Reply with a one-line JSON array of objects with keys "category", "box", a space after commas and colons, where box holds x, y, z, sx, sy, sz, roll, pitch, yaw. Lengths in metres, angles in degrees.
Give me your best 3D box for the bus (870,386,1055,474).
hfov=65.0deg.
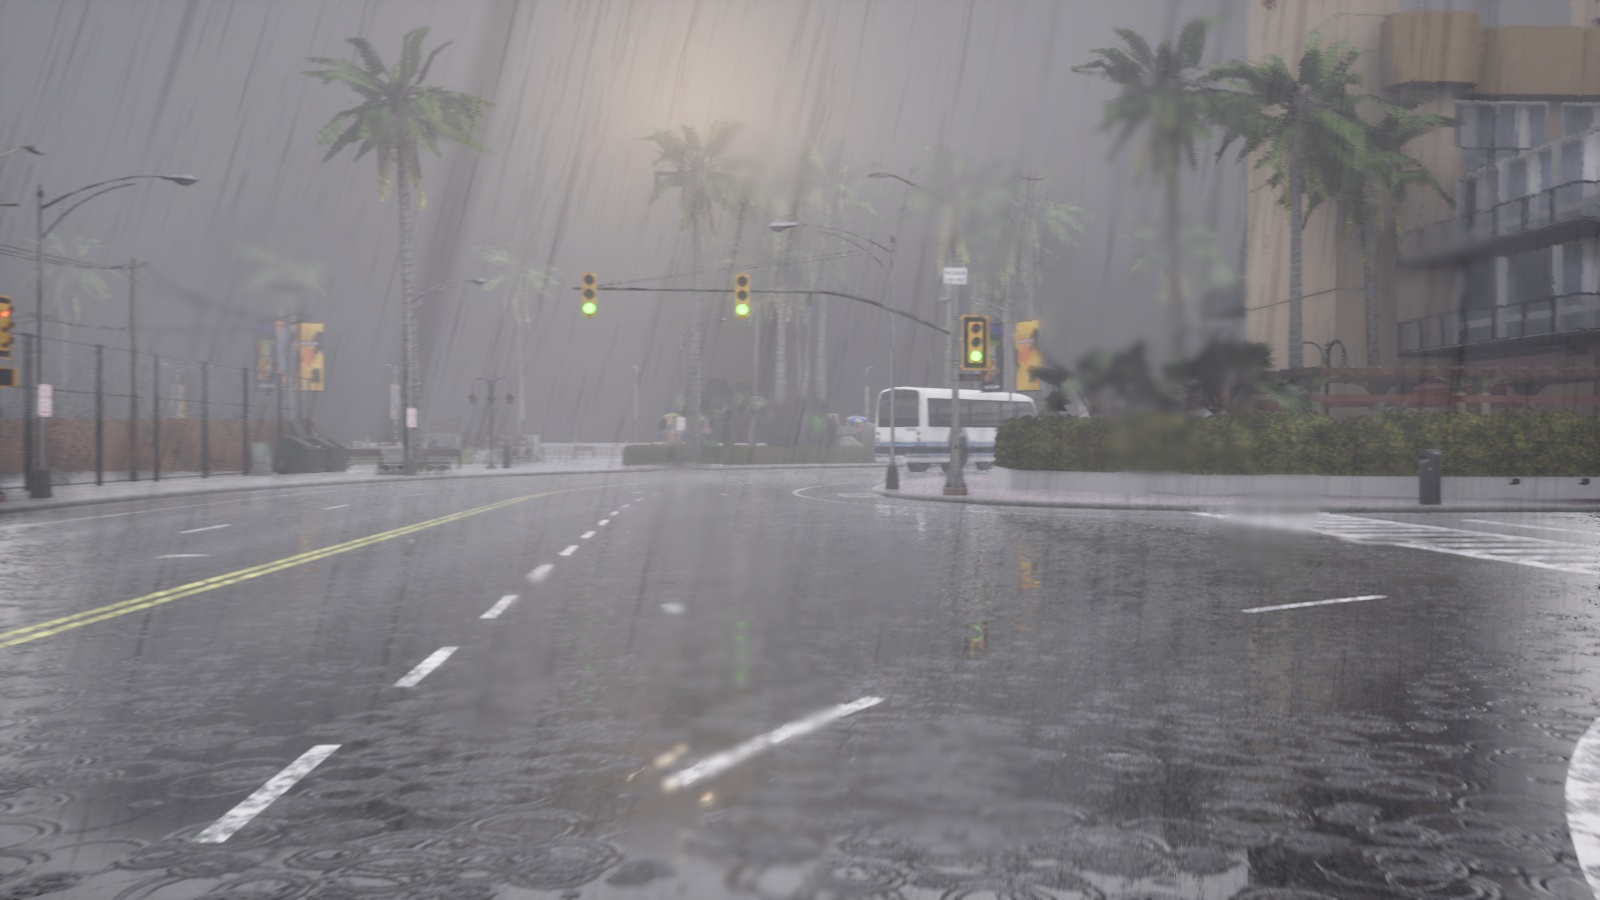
[{"category": "bus", "box": [8.622, -0.976, 65.399, 10.273, 4.253, 3.944, 0, 0, -43]}]
